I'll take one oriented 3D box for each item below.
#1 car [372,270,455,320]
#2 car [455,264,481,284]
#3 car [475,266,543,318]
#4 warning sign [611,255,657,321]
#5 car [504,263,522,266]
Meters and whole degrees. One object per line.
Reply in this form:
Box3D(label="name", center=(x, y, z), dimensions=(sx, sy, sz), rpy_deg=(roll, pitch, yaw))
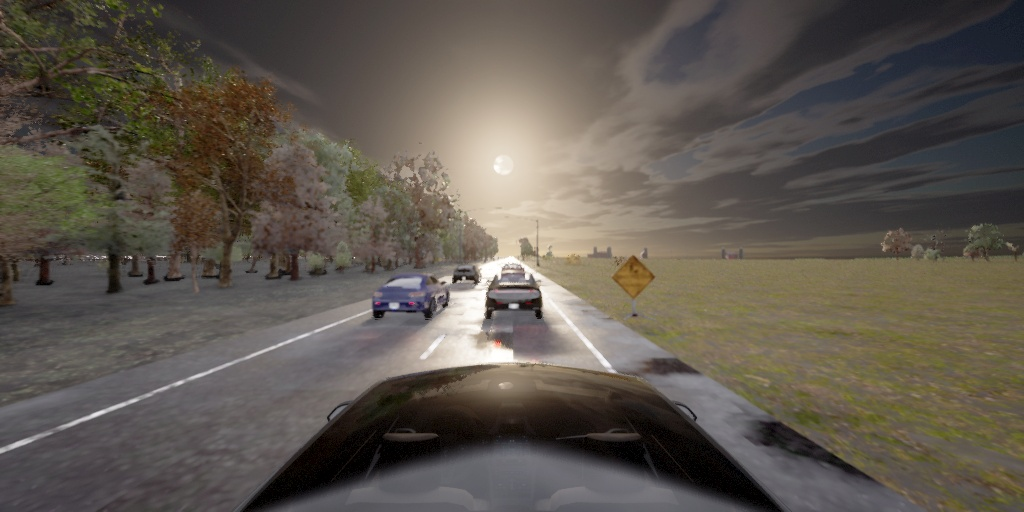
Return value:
Box3D(label="car", center=(-3.433, 1.305, 12.761), dimensions=(1.812, 1.442, 4.674), rpy_deg=(0, -1, 0))
Box3D(label="car", center=(-3.435, 1.326, 28.114), dimensions=(1.837, 1.490, 4.892), rpy_deg=(0, 0, 0))
Box3D(label="car", center=(0.069, 1.272, 13.006), dimensions=(2.128, 1.511, 4.902), rpy_deg=(0, 0, 0))
Box3D(label="warning sign", center=(3.549, 0.888, 10.457), dimensions=(1.300, 1.860, 1.060), rpy_deg=(0, 0, 0))
Box3D(label="car", center=(0.074, 1.301, 29.647), dimensions=(1.882, 1.535, 5.008), rpy_deg=(0, 0, 0))
